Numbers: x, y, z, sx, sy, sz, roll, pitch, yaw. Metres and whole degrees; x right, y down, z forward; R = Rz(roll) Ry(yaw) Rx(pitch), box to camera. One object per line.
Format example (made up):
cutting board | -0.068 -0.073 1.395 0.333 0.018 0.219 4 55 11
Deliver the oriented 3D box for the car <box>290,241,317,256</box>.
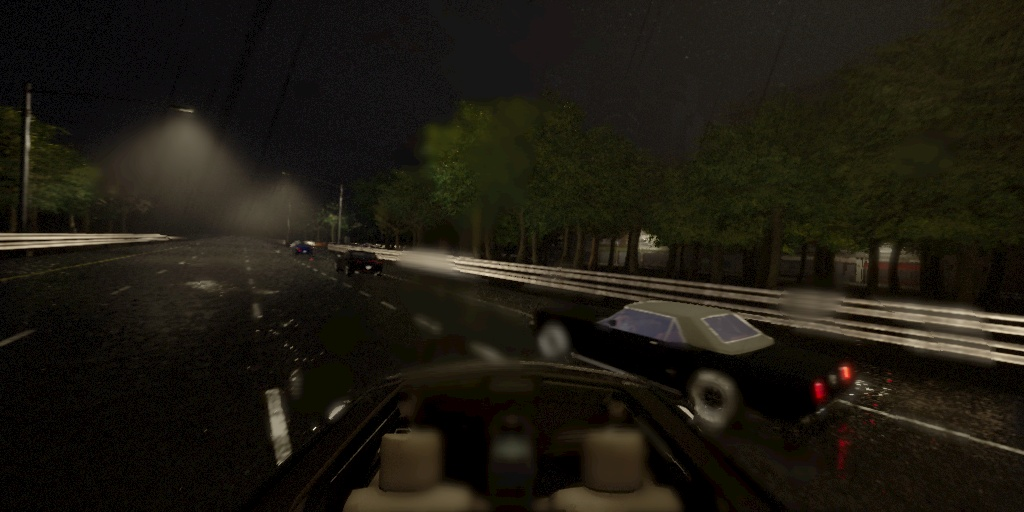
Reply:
car | -25.020 -0.789 42.784 1.812 1.442 4.674 3 1 -37

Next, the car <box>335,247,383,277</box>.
car | -9.448 0.376 21.954 1.882 1.535 5.008 3 1 -37

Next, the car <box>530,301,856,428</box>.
car | 2.420 1.421 6.070 1.895 1.301 4.718 3 1 -37
